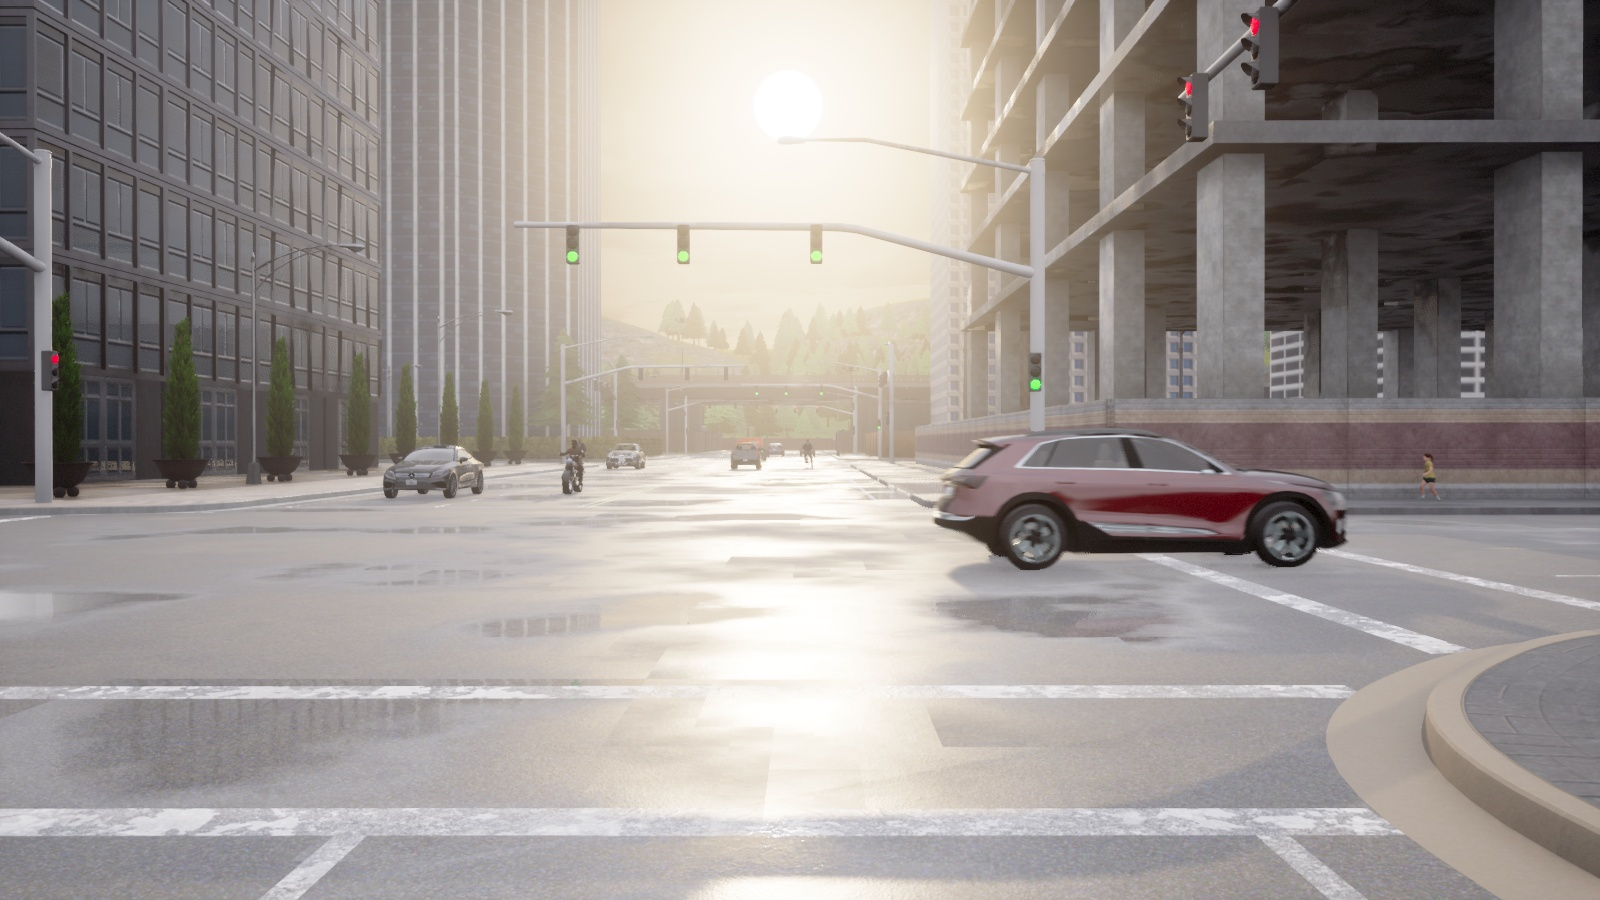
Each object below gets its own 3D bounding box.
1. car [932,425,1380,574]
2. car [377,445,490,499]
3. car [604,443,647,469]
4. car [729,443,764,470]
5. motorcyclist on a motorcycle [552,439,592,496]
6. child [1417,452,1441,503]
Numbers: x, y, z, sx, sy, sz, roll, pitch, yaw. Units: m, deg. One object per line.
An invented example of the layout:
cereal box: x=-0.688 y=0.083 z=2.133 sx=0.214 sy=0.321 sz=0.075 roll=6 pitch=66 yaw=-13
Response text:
car: x=4.143 y=0.552 z=15.251 sx=4.856 sy=1.649 sz=2.033 roll=0 pitch=0 yaw=0
car: x=-10.276 y=0.570 z=35.563 sx=1.812 sy=1.442 sz=4.674 roll=0 pitch=0 yaw=0
car: x=-10.058 y=0.309 z=72.520 sx=1.970 sy=1.475 sz=3.806 roll=0 pitch=0 yaw=0
car: x=-3.061 y=0.366 z=72.112 sx=1.845 sy=1.501 sz=3.633 roll=0 pitch=0 yaw=0
motorcyclist on a motorcycle: x=-6.765 y=0.488 z=37.400 sx=0.766 sy=1.649 sz=2.350 roll=0 pitch=0 yaw=0
child: x=13.627 y=0.594 z=27.213 sx=0.394 sy=1.110 sz=0.255 roll=0 pitch=0 yaw=-2
